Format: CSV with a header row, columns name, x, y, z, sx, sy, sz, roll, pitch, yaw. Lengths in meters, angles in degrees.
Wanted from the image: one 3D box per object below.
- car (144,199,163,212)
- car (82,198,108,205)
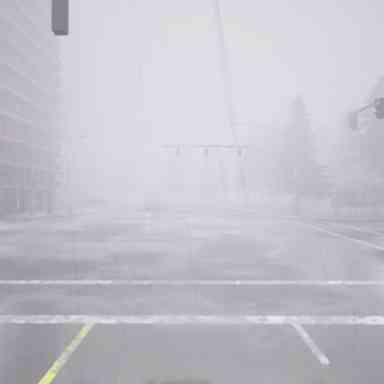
name,x,y,z,sx,sy,sz,roll,pitch,yaw
car,-4.560,1.606,38.899,1.812,1.442,4.674,0,1,-15
car,-17.441,1.654,60.043,4.718,1.301,1.895,0,0,26
